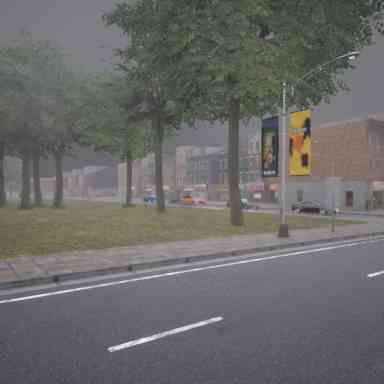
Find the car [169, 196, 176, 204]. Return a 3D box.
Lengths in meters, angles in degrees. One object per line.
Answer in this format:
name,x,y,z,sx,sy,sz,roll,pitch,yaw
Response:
car,-2.332,1.378,58.674,2.128,1.511,4.902,1,0,-35

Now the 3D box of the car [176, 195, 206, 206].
car,0.147,1.261,50.249,2.097,1.767,4.553,1,0,-35

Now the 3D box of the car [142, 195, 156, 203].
car,-8.338,1.329,66.987,1.882,1.535,5.008,1,0,-36

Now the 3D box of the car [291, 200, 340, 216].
car,12.251,1.566,33.288,2.128,1.511,4.902,1,0,-36

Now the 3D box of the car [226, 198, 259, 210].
car,6.264,1.508,41.665,1.812,1.442,4.674,1,0,-36
